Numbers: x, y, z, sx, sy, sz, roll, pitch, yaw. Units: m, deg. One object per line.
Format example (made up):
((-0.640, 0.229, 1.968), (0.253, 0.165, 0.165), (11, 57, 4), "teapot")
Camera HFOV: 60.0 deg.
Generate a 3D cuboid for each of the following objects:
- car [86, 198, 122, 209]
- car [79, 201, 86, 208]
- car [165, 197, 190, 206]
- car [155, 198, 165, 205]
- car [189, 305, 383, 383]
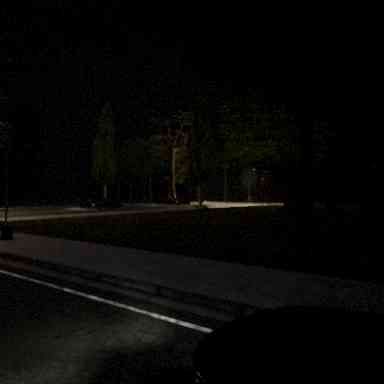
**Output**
((-12.554, 1.682, 49.054), (2.128, 1.511, 4.902), (0, 0, 35), "car")
((-15.171, 1.754, 50.976), (1.994, 1.385, 4.181), (0, 0, 35), "car")
((-2.321, 1.723, 63.497), (2.097, 1.767, 4.553), (0, -1, 35), "car")
((-5.000, 1.871, 65.337), (2.033, 1.411, 5.357), (0, 0, 35), "car")
((2.254, 1.479, 2.078), (5.008, 1.535, 1.882), (0, 0, 36), "car")
